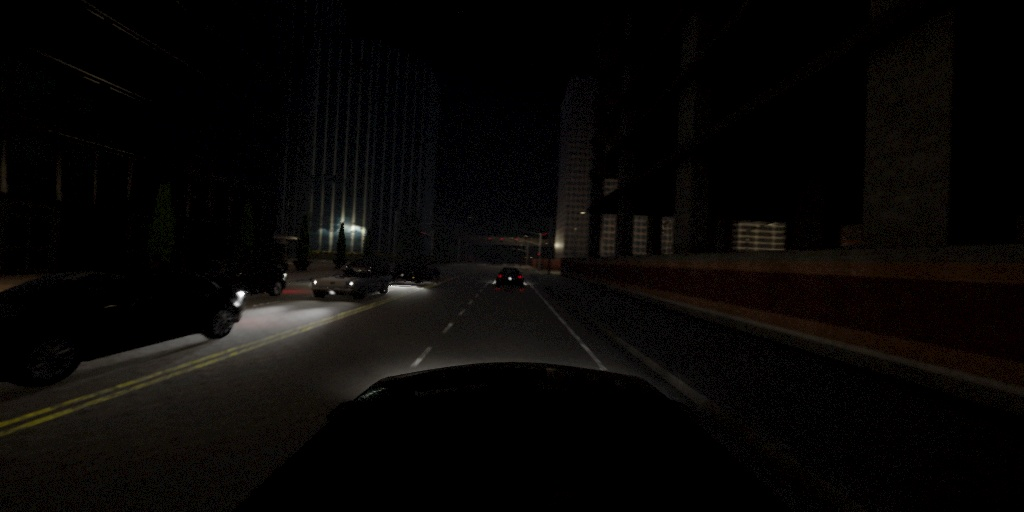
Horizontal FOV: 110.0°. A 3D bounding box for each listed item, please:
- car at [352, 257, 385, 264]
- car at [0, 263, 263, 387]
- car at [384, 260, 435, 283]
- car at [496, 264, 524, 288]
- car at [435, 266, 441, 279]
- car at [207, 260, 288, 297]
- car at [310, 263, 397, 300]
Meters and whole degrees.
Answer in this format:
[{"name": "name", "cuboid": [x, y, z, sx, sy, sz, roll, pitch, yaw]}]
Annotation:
[{"name": "car", "cuboid": [-10.706, 0.881, 26.750, 2.097, 1.767, 4.553, 3, -1, 0]}, {"name": "car", "cuboid": [-7.065, 0.978, 6.295, 1.837, 1.490, 4.892, 3, -1, 0]}, {"name": "car", "cuboid": [-7.110, 0.990, 25.231, 1.994, 1.385, 4.181, 2, 2, 0]}, {"name": "car", "cuboid": [-0.153, 1.590, 27.160, 1.994, 1.385, 4.181, 3, -1, 0]}, {"name": "car", "cuboid": [-7.237, 1.338, 29.748, 1.895, 1.301, 4.718, 3, -1, 0]}, {"name": "car", "cuboid": [-10.621, 0.893, 13.568, 1.837, 1.490, 4.892, 3, 0, 0]}, {"name": "car", "cuboid": [-7.153, 1.180, 16.461, 1.895, 1.301, 4.718, 3, -1, 0]}]
